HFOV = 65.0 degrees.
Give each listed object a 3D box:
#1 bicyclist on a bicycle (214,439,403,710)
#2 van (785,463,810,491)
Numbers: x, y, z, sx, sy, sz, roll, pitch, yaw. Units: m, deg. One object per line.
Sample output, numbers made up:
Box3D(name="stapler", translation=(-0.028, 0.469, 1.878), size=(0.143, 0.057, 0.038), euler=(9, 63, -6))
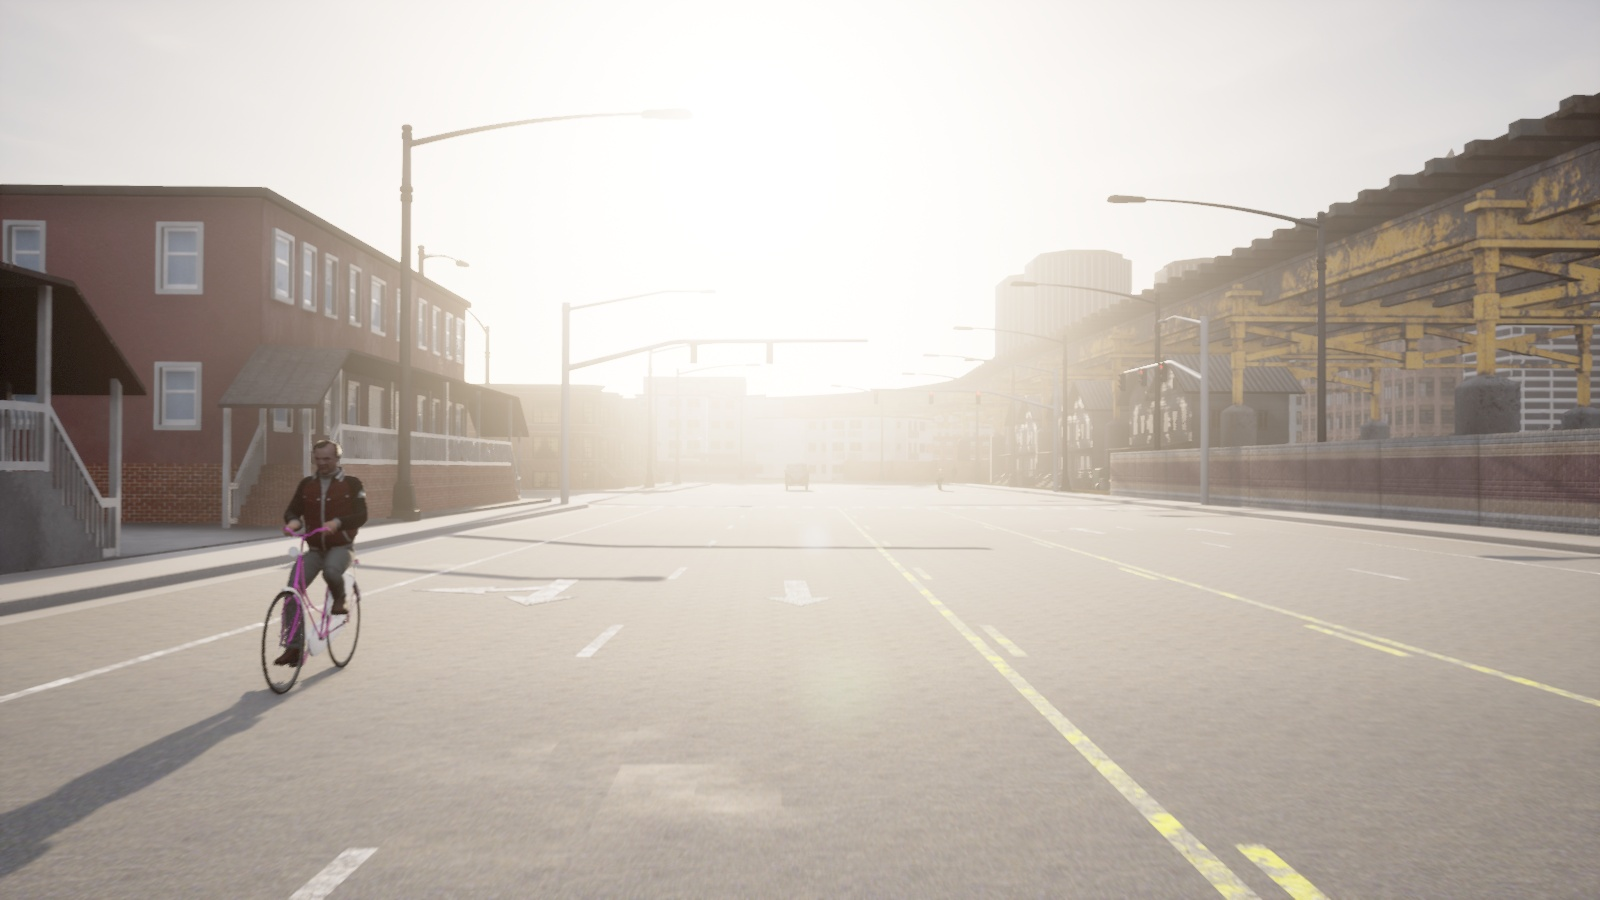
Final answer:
Box3D(name="bicyclist on a bicycle", translation=(-3.522, 0.834, 9.183), size=(0.659, 1.776, 1.843), euler=(0, -1, 0))
Box3D(name="van", translation=(-0.216, 1.941, 91.752), size=(1.775, 1.987, 4.442), euler=(0, -1, 0))
